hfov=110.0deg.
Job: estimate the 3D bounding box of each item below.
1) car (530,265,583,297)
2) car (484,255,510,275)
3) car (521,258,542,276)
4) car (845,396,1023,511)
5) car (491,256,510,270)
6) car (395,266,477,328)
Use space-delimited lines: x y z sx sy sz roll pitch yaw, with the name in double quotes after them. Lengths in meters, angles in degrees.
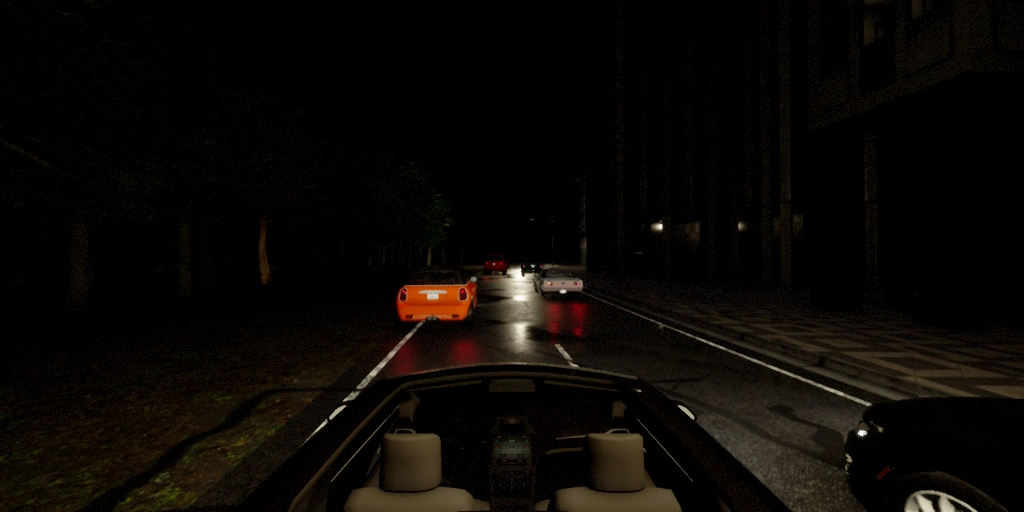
2.250 1.321 18.762 1.895 1.301 4.718 0 0 -3 "car"
-1.644 0.869 37.353 2.150 2.045 5.566 0 0 2 "car"
1.938 1.005 35.634 2.097 1.767 4.553 0 0 0 "car"
3.560 1.255 0.650 1.837 1.490 4.892 0 0 -6 "car"
-1.450 0.945 48.066 2.097 1.767 4.553 0 0 4 "car"
-2.228 1.091 11.609 2.097 1.767 4.553 0 0 -4 "car"
